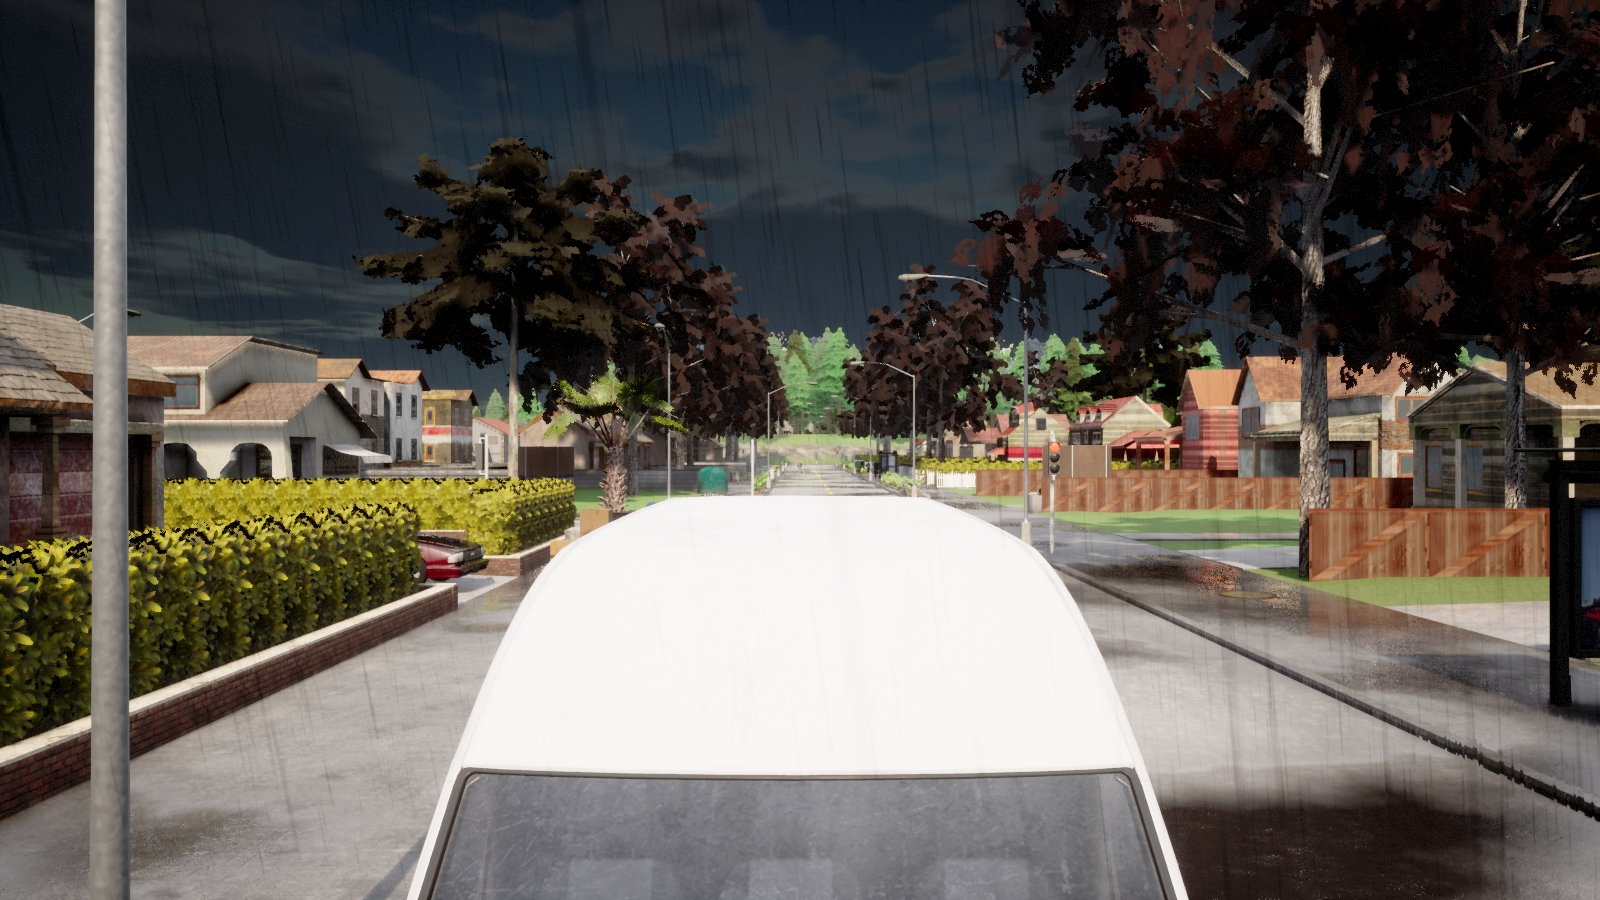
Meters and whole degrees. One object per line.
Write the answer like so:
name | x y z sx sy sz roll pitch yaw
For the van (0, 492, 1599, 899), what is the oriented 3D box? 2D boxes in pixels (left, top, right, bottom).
van | 0.002 1.537 4.030 1.988 2.561 5.915 0 0 0
